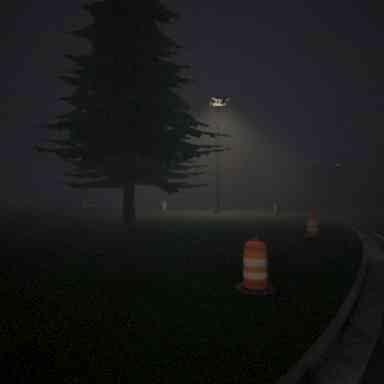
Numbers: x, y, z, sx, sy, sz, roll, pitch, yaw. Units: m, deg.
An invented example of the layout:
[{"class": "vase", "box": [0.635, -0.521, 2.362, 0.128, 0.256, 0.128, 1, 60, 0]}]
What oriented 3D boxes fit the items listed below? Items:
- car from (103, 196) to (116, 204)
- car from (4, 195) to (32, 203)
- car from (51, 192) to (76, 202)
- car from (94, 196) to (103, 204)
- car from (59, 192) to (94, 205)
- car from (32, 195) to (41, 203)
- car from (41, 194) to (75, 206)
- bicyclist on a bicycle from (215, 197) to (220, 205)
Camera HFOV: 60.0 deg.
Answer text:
[{"class": "car", "box": [-17.274, 1.521, 65.348, 5.008, 1.535, 1.882, 0, 0, 32]}, {"class": "car", "box": [-33.126, 1.381, 62.623, 5.357, 1.411, 2.033, 0, 0, 31]}, {"class": "car", "box": [-27.718, 1.088, 71.624, 5.566, 2.045, 2.150, 0, 0, 31]}, {"class": "car", "box": [-19.517, 1.562, 62.613, 4.674, 1.442, 1.812, -1, 0, 33]}, {"class": "car", "box": [-20.586, 1.251, 59.155, 5.566, 2.045, 2.150, 0, 0, 33]}, {"class": "car", "box": [-31.315, 1.327, 65.618, 5.008, 1.535, 1.882, 0, 0, 31]}, {"class": "car", "box": [-22.710, 1.500, 56.364, 5.008, 1.535, 1.882, 0, 0, 32]}, {"class": "bicyclist on a bicycle", "box": [4.390, 1.378, 56.963, 0.582, 1.620, 1.656, 0, 0, 31]}]
